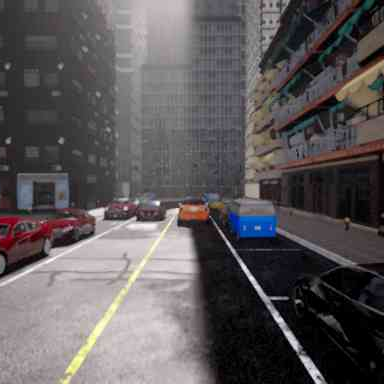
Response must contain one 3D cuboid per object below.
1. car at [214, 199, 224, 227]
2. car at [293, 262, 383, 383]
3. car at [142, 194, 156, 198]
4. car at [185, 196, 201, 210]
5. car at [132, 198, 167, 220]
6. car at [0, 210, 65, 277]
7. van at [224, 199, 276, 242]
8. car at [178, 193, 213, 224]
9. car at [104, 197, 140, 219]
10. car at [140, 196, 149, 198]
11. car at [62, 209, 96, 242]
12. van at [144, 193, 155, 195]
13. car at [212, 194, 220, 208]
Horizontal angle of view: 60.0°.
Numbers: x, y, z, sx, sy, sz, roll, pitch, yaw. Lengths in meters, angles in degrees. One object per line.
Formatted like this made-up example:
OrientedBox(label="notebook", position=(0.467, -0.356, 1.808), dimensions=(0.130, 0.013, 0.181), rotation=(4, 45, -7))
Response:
OrientedBox(label="car", position=(2.693, 1.399, 21.048), dimensions=(2.008, 1.369, 4.403), rotation=(-1, 0, 0))
OrientedBox(label="car", position=(2.682, 1.534, 4.242), dimensions=(1.947, 1.339, 4.313), rotation=(-1, 0, 0))
OrientedBox(label="car", position=(-5.677, 1.281, 37.887), dimensions=(2.008, 1.369, 4.403), rotation=(-1, 0, 0))
OrientedBox(label="car", position=(0.124, 1.222, 39.663), dimensions=(1.837, 1.490, 4.892), rotation=(0, 0, 0))
OrientedBox(label="car", position=(-3.034, 1.382, 25.486), dimensions=(1.994, 1.385, 4.181), rotation=(0, 0, 0))
OrientedBox(label="car", position=(-5.695, 1.473, 9.878), dimensions=(1.887, 1.381, 4.507), rotation=(-1, 0, 0))
OrientedBox(label="van", position=(2.686, 1.230, 15.444), dimensions=(1.690, 1.788, 3.998), rotation=(-1, 0, 0))
OrientedBox(label="car", position=(0.115, 1.182, 23.533), dimensions=(2.097, 1.767, 4.553), rotation=(0, 0, 0))
OrientedBox(label="car", position=(-5.686, 1.249, 26.683), dimensions=(1.967, 1.590, 4.097), rotation=(-1, 0, 0))
OrientedBox(label="car", position=(-5.681, 1.335, 32.285), dimensions=(1.947, 1.339, 4.313), rotation=(-1, 0, 0))
OrientedBox(label="car", position=(-5.691, 1.470, 15.480), dimensions=(1.802, 1.307, 4.206), rotation=(-1, 0, 0))
OrientedBox(label="van", position=(-5.677, 1.032, 43.487), dimensions=(1.690, 1.788, 3.998), rotation=(-1, 0, 0))
OrientedBox(label="car", position=(2.703, 1.254, 38.023), dimensions=(1.752, 1.417, 4.829), rotation=(-1, 0, 0))
